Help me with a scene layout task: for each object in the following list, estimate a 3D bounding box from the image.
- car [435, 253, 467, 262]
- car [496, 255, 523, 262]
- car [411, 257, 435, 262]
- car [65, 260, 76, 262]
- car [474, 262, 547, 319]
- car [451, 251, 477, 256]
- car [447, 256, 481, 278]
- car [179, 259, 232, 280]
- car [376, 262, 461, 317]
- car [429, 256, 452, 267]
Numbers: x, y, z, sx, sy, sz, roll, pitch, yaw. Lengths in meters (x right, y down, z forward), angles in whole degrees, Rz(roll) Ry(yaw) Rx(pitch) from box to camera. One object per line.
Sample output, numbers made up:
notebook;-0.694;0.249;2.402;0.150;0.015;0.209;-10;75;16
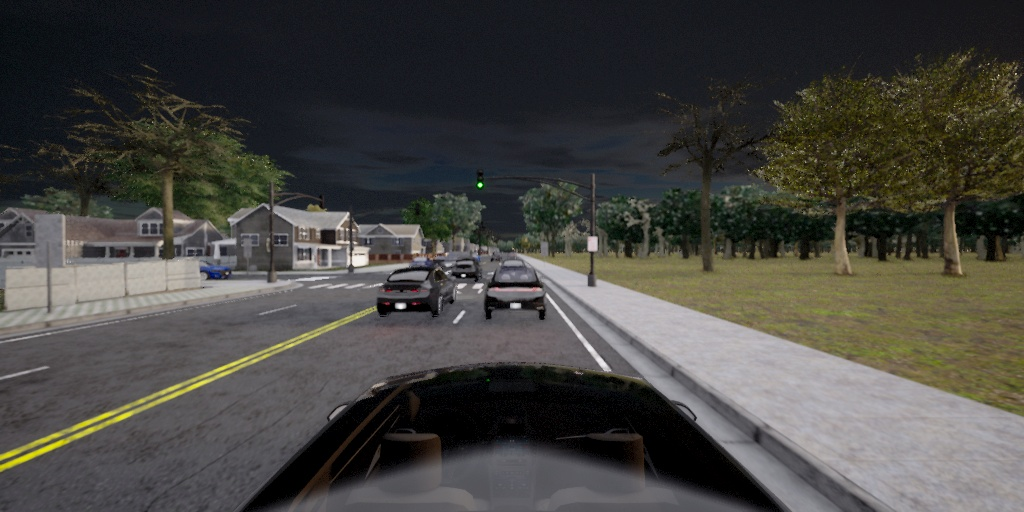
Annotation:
car;-6.599;0.771;39.383;2.128;1.511;4.902;0;1;0
car;0.092;0.930;25.827;1.882;1.535;5.008;0;1;0
car;-9.851;0.808;39.135;1.812;1.442;4.674;0;1;0
car;-32.054;1.030;25.531;4.674;1.442;1.812;0;1;0
car;0.102;1.112;12.165;2.128;1.511;4.902;0;1;0
car;-6.604;0.362;49.984;2.150;2.045;5.566;0;1;0
car;-3.152;0.961;25.759;1.837;1.490;4.892;0;1;0
car;-22.747;0.966;25.501;5.008;1.535;1.882;0;1;0
car;-3.148;1.123;12.552;1.837;1.490;4.892;0;1;0
car;-9.840;0.691;49.747;2.033;1.411;5.357;0;1;0
